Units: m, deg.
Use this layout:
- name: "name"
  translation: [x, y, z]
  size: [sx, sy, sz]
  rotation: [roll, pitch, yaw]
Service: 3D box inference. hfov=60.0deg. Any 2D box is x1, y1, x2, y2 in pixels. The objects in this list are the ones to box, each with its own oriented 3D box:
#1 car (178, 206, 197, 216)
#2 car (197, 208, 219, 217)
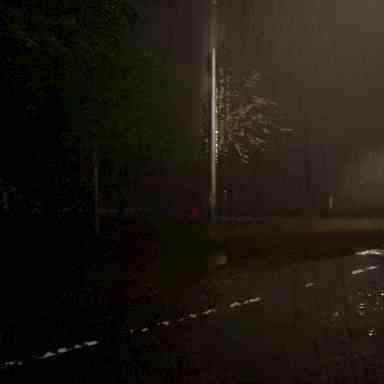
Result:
- name: "car"
  translation: [-0.819, 4.040, 72.369]
  size: [2.150, 2.045, 5.566]
  rotation: [-1, -1, -34]
- name: "car"
  translation: [3.488, 4.232, 66.158]
  size: [1.994, 1.385, 4.181]
  rotation: [-2, -2, -33]
